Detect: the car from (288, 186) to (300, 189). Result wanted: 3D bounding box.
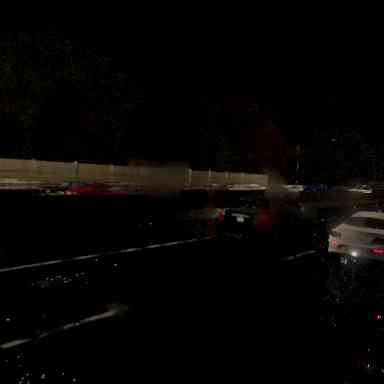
[{"bbox_3d":[18.091,-0.353,58.410,1.812,1.442,4.674,5,4,44],"label":"car"}]

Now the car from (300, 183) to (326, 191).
[{"bbox_3d":[21.013,-0.426,56.392,2.150,2.045,5.566,5,4,44],"label":"car"}]

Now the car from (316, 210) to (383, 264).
[{"bbox_3d":[5.681,1.291,10.001,1.812,1.442,4.674,5,4,44],"label":"car"}]

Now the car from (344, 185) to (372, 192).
[{"bbox_3d":[26.080,-0.001,51.587,2.150,2.045,5.566,5,4,44],"label":"car"}]

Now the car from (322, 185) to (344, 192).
[{"bbox_3d":[23.282,0.069,53.749,1.812,1.442,4.674,5,4,44],"label":"car"}]

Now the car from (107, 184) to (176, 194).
[{"bbox_3d":[-2.780,0.424,21.504,1.812,1.442,4.674,5,4,44],"label":"car"}]

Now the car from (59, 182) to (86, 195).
[{"bbox_3d":[-7.677,-0.003,26.489,1.812,1.442,4.674,5,4,44],"label":"car"}]

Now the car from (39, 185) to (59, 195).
[{"bbox_3d":[-10.245,-0.194,28.863,2.033,1.411,5.357,5,4,44],"label":"car"}]

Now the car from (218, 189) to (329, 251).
[{"bbox_3d":[3.030,0.905,12.275,2.097,1.767,4.553,5,4,44],"label":"car"}]

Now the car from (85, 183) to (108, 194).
[{"bbox_3d":[-5.138,0.248,24.094,1.994,1.385,4.181,5,4,44],"label":"car"}]
